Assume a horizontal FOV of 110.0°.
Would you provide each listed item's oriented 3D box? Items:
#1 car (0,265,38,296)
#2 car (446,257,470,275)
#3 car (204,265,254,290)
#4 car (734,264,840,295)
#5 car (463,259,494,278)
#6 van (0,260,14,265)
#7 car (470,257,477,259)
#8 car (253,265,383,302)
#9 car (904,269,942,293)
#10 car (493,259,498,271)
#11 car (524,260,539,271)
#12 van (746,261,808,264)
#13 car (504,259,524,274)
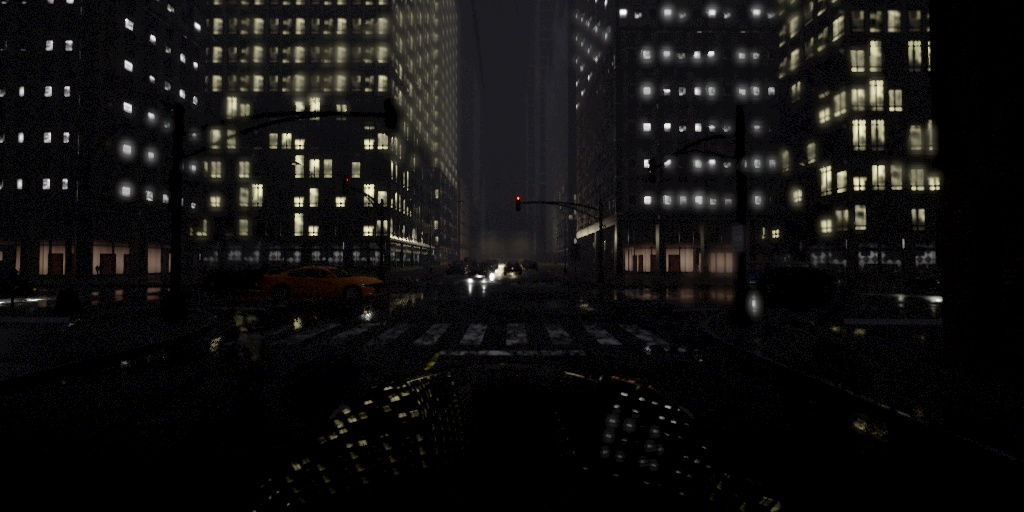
[{"bbox_3d":[-24.682,1.249,16.351,4.181,1.385,1.994,0,-1,0],"label":"car"},{"bbox_3d":[-5.692,1.191,37.542,1.967,1.591,4.097,0,0,0],"label":"car"},{"bbox_3d":[-16.494,1.248,22.105,4.097,1.591,1.967,0,0,0],"label":"car"},{"bbox_3d":[14.872,1.315,19.461,4.892,1.490,1.837,0,-1,0],"label":"car"},{"bbox_3d":[-3.104,1.298,34.462,2.033,1.411,5.357,0,0,0],"label":"car"},{"bbox_3d":[-33.439,1.125,22.142,3.998,1.789,1.690,0,0,0],"label":"van"},{"bbox_3d":[-5.693,1.066,48.693,2.192,1.841,5.009,0,0,0],"label":"car"},{"bbox_3d":[-8.477,1.210,16.300,5.008,1.535,1.882,1,0,0],"label":"car"},{"bbox_3d":[24.352,1.307,19.437,5.008,1.535,1.882,0,-1,0],"label":"car"},{"bbox_3d":[-3.102,1.352,44.373,1.895,1.301,4.718,0,0,0],"label":"car"},{"bbox_3d":[2.688,1.334,48.755,1.802,1.307,4.207,0,0,0],"label":"car"},{"bbox_3d":[15.980,1.203,22.033,3.998,1.789,1.690,0,0,0],"label":"van"},{"bbox_3d":[0.080,1.315,41.497,1.994,1.385,4.181,0,0,0],"label":"car"}]
